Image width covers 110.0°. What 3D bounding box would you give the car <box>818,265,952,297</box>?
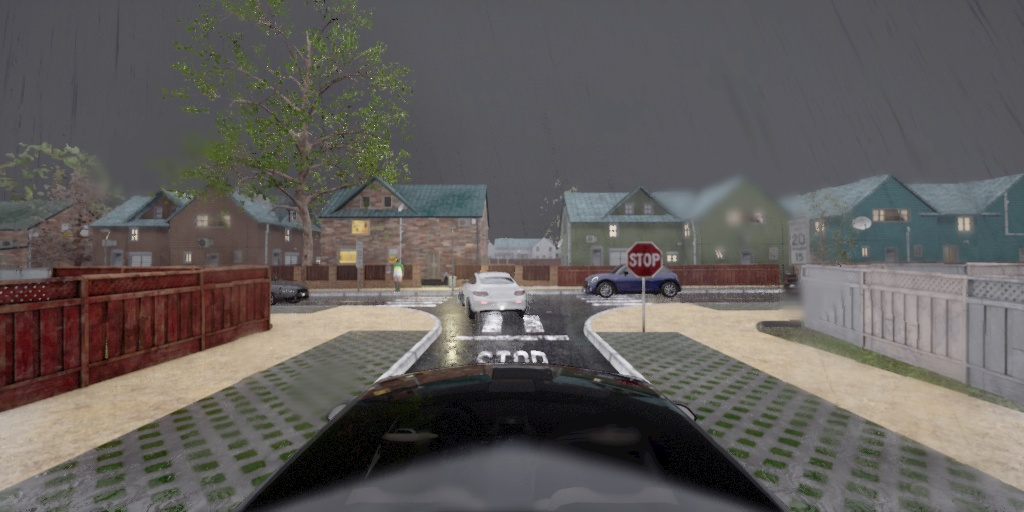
[{"bbox_3d":[18.365,1.202,17.806,4.674,1.442,1.812,0,-1,1],"label":"car"}]

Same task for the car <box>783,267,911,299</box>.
[{"bbox_3d":[14.202,1.113,14.912,5.008,1.535,1.882,0,-1,1],"label":"car"}]

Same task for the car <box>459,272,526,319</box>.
[{"bbox_3d":[-0.780,1.287,12.852,1.812,1.442,4.674,0,0,-12],"label":"car"}]

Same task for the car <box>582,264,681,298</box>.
[{"bbox_3d":[5.863,1.134,17.978,4.553,1.767,2.097,-1,-1,1],"label":"car"}]

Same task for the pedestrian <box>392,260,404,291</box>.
[{"bbox_3d":[-6.705,1.115,21.060,0.375,1.860,0.375,0,-1,1],"label":"pedestrian"}]

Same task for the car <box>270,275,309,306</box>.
[{"bbox_3d":[-11.280,1.373,15.253,4.892,1.490,1.837,0,-1,1],"label":"car"}]
